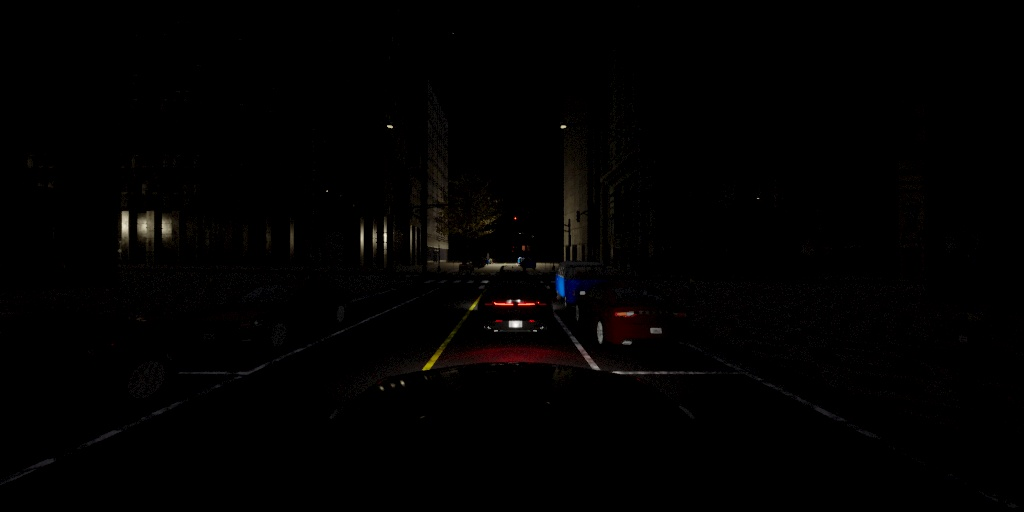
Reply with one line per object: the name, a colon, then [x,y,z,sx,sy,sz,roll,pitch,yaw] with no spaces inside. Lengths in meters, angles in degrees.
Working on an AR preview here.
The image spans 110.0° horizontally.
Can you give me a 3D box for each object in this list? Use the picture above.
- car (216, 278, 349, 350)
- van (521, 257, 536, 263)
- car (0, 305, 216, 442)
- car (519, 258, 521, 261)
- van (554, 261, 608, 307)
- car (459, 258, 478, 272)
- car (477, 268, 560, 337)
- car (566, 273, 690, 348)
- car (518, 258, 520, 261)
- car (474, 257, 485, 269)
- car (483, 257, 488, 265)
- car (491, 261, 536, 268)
car: [-5.802,1.296,9.094,1.888,1.381,4.507,0,0,0]
van: [2.596,1.117,52.613,1.690,1.789,3.998,0,0,0]
car: [-5.782,1.295,3.569,1.888,1.381,4.507,0,0,0]
car: [2.578,1.347,58.026,1.948,1.339,4.313,0,0,0]
van: [2.736,1.093,14.629,1.690,1.789,3.998,0,0,0]
car: [-5.917,1.297,47.017,1.751,1.417,4.829,0,0,0]
car: [0.074,1.256,10.339,1.837,1.490,4.892,0,0,0]
car: [2.753,1.296,9.104,1.888,1.381,4.507,0,0,0]
car: [2.560,1.332,63.439,1.888,1.381,4.507,0,0,0]
car: [-5.946,1.326,57.767,1.888,1.381,4.507,0,0,0]
car: [-5.964,1.101,63.056,2.192,1.841,5.009,0,0,0]
car: [0.047,1.245,19.758,2.128,1.511,4.902,0,0,-1]
